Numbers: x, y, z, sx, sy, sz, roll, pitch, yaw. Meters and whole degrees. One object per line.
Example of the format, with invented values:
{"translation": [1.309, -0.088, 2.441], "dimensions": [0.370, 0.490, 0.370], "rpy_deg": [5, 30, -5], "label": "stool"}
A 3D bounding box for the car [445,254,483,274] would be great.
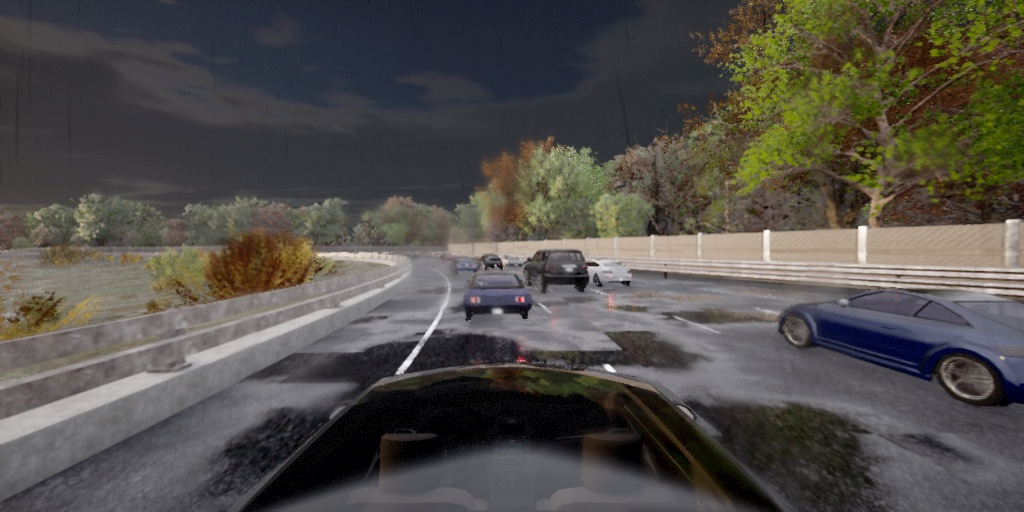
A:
{"translation": [-4.199, 0.771, 30.649], "dimensions": [2.033, 1.411, 5.357], "rpy_deg": [0, 1, -16], "label": "car"}

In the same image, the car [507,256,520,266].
{"translation": [-0.353, 0.626, 40.869], "dimensions": [1.895, 1.301, 4.718], "rpy_deg": [-1, 1, -21], "label": "car"}

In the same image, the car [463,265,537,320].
{"translation": [-0.573, 1.165, 11.830], "dimensions": [1.895, 1.301, 4.718], "rpy_deg": [0, 1, -5], "label": "car"}

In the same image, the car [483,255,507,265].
{"translation": [-2.318, 0.622, 36.153], "dimensions": [1.837, 1.490, 4.892], "rpy_deg": [0, 1, -19], "label": "car"}

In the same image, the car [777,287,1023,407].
{"translation": [6.785, 1.217, 6.061], "dimensions": [1.994, 1.385, 4.181], "rpy_deg": [0, 1, -1], "label": "car"}

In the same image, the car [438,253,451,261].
{"translation": [-11.362, 0.214, 62.548], "dimensions": [1.994, 1.385, 4.181], "rpy_deg": [-1, 1, -31], "label": "car"}

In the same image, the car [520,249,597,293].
{"translation": [2.101, 0.659, 18.288], "dimensions": [2.150, 2.045, 5.566], "rpy_deg": [0, 1, -9], "label": "car"}

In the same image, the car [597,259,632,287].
{"translation": [5.154, 0.914, 20.517], "dimensions": [1.812, 1.442, 4.674], "rpy_deg": [0, 1, -10], "label": "car"}
